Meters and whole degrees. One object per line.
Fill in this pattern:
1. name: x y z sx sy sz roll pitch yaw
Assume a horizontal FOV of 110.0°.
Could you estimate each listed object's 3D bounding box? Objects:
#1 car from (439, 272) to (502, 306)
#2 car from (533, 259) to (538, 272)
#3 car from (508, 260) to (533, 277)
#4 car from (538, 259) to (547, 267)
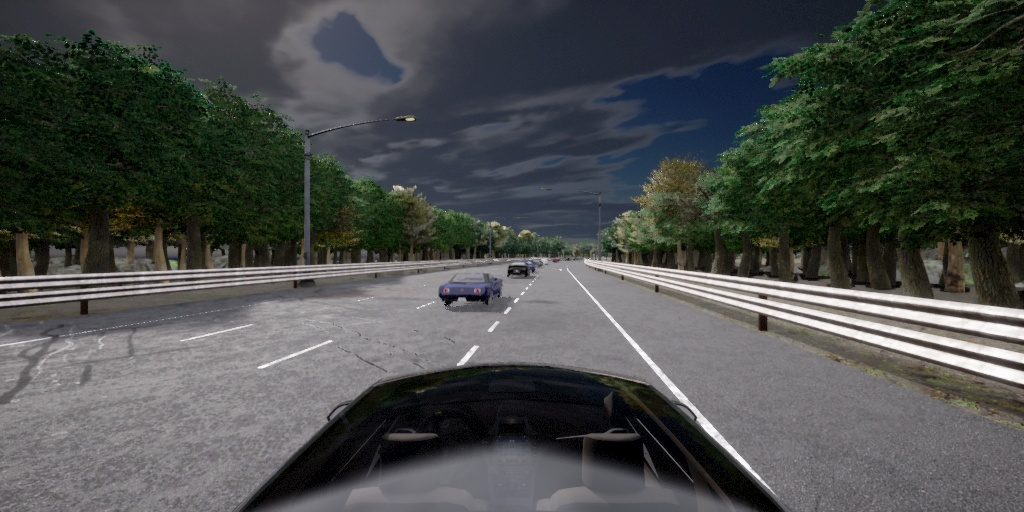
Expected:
1. car: -1.604 1.351 15.744 1.895 1.301 4.718 0 0 7
2. car: 1.994 1.284 45.519 1.812 1.442 4.674 0 0 7
3. car: 0.735 1.228 35.109 1.882 1.535 5.008 0 0 7
4. car: 4.514 1.301 63.907 2.033 1.411 5.357 0 0 9
